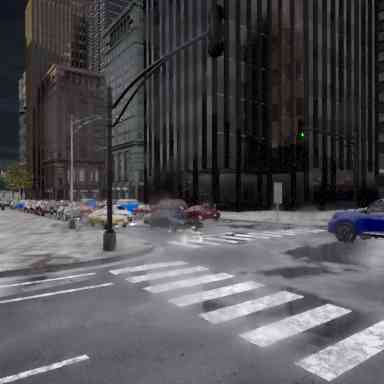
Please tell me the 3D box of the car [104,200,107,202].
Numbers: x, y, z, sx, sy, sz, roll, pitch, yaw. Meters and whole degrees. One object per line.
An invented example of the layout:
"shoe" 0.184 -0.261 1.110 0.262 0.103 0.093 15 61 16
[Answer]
"car" -11.133 1.875 46.080 2.192 1.841 5.009 -1 0 -35

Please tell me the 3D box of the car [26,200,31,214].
"car" -20.470 2.197 44.468 1.887 1.381 4.507 -1 0 -35

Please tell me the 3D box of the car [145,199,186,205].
"car" -2.315 1.668 33.625 2.192 1.841 5.009 -1 0 -35

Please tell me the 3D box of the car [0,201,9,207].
"car" -44.332 2.773 78.092 1.802 1.307 4.206 -1 0 -35

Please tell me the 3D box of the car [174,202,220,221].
"car" 0.630 1.828 29.473 1.887 1.381 4.507 -1 0 -35

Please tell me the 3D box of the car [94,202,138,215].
"car" -7.012 1.902 30.122 1.812 1.442 4.674 0 -1 -35

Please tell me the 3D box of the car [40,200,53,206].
"car" -34.674 2.662 79.212 1.947 1.339 4.313 -1 0 -35

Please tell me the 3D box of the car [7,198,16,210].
"car" -31.886 2.355 60.550 1.967 1.590 4.097 -1 0 -35

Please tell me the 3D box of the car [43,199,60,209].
"car" -27.011 2.240 63.831 2.097 1.767 4.553 0 -1 -35

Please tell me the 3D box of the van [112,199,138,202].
"van" -8.194 1.833 41.929 1.690 1.788 3.998 -1 0 -35

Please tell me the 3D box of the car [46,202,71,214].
"car" -18.871 2.146 46.918 2.128 1.511 4.902 0 -1 -35

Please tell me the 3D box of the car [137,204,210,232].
"car" -1.414 1.791 22.180 2.033 1.411 5.357 0 -1 -35

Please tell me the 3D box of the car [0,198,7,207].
"car" -41.221 2.668 73.707 1.887 1.381 4.507 -1 0 -35

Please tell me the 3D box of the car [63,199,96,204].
"car" -12.890 1.867 38.417 2.097 1.767 4.553 0 -1 -35

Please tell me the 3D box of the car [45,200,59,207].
"car" -31.662 2.596 74.969 1.947 1.339 4.313 -1 0 -35

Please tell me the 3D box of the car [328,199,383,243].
"car" 8.552 1.219 13.744 2.150 2.045 5.566 0 0 -35

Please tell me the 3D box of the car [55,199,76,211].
"car" -21.289 2.109 55.784 2.097 1.767 4.553 0 -1 -36

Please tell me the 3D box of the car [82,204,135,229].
"car" -6.233 1.843 24.408 1.752 1.417 4.829 -1 0 -35

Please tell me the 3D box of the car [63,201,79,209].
"car" -22.630 2.408 62.242 1.802 1.307 4.206 -1 0 -35

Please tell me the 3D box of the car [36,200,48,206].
"car" -37.684 2.711 83.454 2.008 1.369 4.403 -1 0 -35

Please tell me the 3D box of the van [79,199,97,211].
"van" -17.012 2.038 54.384 1.690 1.788 3.998 -1 0 -35

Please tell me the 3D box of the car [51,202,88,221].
"car" -11.986 2.004 32.515 2.008 1.369 4.403 -1 0 -35

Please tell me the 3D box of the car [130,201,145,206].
"car" -5.249 2.004 37.777 1.802 1.307 4.206 -1 0 -35

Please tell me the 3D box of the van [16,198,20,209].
"van" -26.129 2.124 52.436 1.690 1.788 3.998 -1 0 -35

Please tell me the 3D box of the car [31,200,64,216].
"car" -17.647 1.901 40.484 2.192 1.841 5.009 -1 0 -35

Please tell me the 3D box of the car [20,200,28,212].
"car" -23.299 2.158 48.452 1.967 1.590 4.097 -1 0 -35
